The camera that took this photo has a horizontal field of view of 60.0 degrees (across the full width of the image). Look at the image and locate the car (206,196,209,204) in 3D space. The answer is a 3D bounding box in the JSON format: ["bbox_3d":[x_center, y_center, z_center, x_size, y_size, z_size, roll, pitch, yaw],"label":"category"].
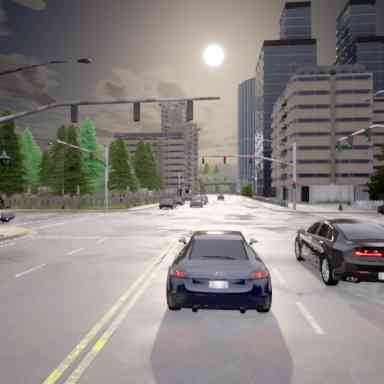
[{"bbox_3d":[1.500,1.352,58.043,2.097,1.767,4.553,0,0,5],"label":"car"}]

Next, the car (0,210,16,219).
[{"bbox_3d":[-15.272,1.601,23.847,4.718,1.301,1.895,0,0,5],"label":"car"}]

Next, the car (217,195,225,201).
[{"bbox_3d":[7.431,1.500,85.849,1.837,1.490,4.892,0,0,5],"label":"car"}]

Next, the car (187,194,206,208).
[{"bbox_3d":[0.718,1.505,48.952,1.837,1.490,4.892,0,0,5],"label":"car"}]

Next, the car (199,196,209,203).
[{"bbox_3d":[2.443,1.504,68.412,1.837,1.490,4.892,0,0,5],"label":"car"}]

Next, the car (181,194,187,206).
[{"bbox_3d":[-2.298,1.547,54.804,2.033,1.411,5.357,0,0,5],"label":"car"}]

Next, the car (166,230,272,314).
[{"bbox_3d":[0.600,1.564,7.730,1.994,1.385,4.181,0,0,4],"label":"car"}]

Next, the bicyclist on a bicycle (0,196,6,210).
[{"bbox_3d":[-22.306,1.301,38.971,0.582,1.620,1.656,0,0,5],"label":"bicyclist on a bicycle"}]

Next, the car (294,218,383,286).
[{"bbox_3d":[4.233,1.505,9.346,1.837,1.490,4.892,0,0,5],"label":"car"}]

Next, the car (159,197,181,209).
[{"bbox_3d":[-3.151,1.547,44.740,2.033,1.411,5.357,0,0,5],"label":"car"}]

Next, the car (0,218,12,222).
[{"bbox_3d":[-6.665,1.547,7.340,2.033,1.411,5.357,0,0,4],"label":"car"}]

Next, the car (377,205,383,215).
[{"bbox_3d":[20.371,1.477,31.618,5.008,1.535,1.882,0,0,5],"label":"car"}]

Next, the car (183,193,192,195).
[{"bbox_3d":[-0.982,1.221,69.340,2.150,2.045,5.566,0,0,5],"label":"car"}]
